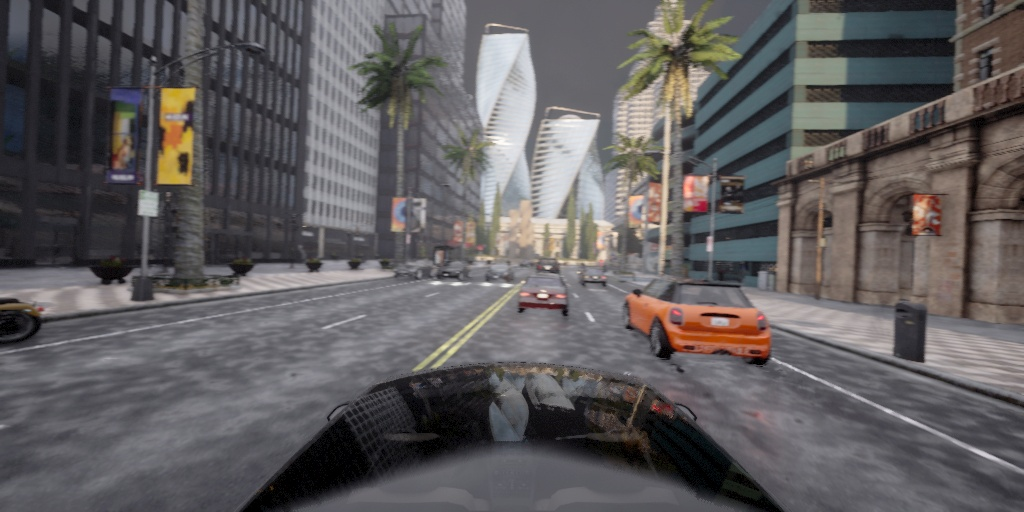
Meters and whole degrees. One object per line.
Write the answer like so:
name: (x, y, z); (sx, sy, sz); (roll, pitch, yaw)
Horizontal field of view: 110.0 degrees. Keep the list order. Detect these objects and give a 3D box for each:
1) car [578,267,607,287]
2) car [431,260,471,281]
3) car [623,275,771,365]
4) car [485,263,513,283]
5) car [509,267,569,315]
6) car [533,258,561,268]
car: (6.330, 1.624, 28.537); (2.033, 1.411, 5.357); (3, 0, 6)
car: (-4.462, 1.100, 28.115); (1.837, 1.490, 4.892); (3, 0, 6)
car: (4.233, 1.302, 9.015); (2.097, 1.767, 4.553); (3, 0, 6)
car: (-0.900, 1.280, 28.524); (1.812, 1.442, 4.674); (3, 0, 6)
car: (1.279, 1.375, 14.310); (2.033, 1.411, 5.357); (3, 0, 6)
car: (3.369, 1.174, 33.562); (2.150, 2.045, 5.566); (3, 0, 6)
